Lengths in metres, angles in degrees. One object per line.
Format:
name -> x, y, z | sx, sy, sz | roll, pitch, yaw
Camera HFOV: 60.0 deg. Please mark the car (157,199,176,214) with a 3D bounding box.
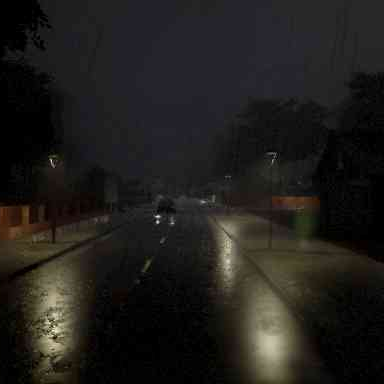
car -> -2.750, 1.544, 36.651 | 1.882, 1.535, 5.008 | 0, 0, 0
